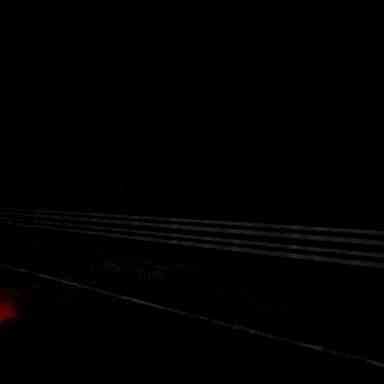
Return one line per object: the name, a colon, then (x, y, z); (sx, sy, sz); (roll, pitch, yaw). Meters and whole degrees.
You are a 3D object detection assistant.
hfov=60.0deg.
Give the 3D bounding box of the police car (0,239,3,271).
police car: (-7.099, 1.405, 8.942); (5.238, 1.638, 1.930); (0, 0, 35)
